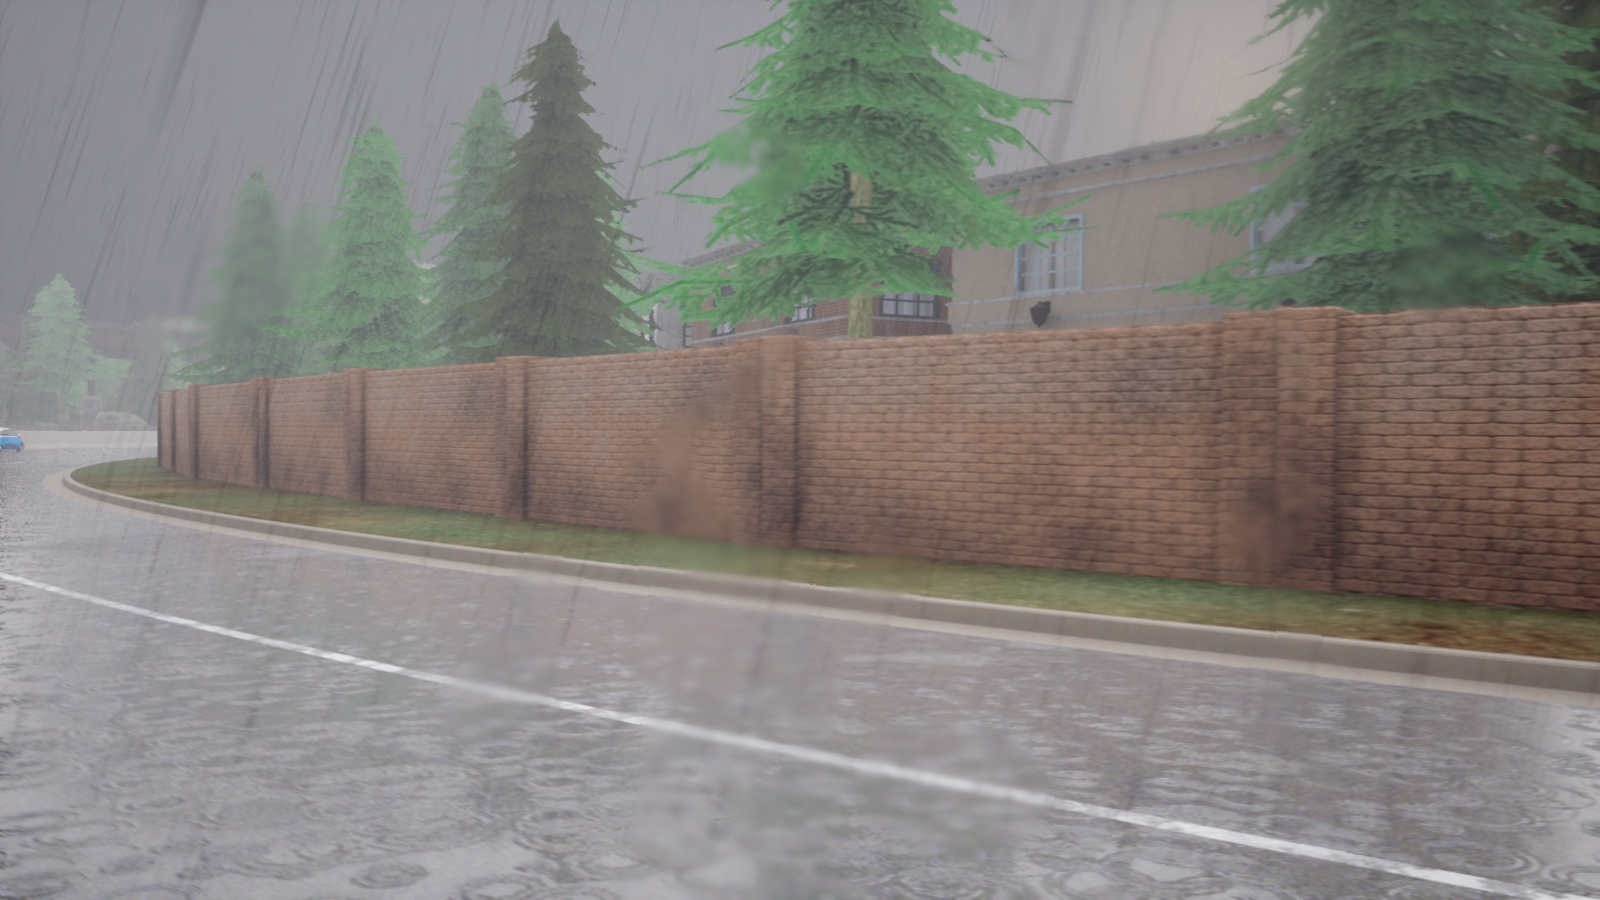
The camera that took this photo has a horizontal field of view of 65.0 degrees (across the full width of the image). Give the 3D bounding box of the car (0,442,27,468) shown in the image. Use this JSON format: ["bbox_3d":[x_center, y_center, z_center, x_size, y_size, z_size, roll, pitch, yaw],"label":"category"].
[{"bbox_3d":[-43.588,0.252,68.587,1.481,1.376,2.207,-1,1,-4],"label":"car"}]
